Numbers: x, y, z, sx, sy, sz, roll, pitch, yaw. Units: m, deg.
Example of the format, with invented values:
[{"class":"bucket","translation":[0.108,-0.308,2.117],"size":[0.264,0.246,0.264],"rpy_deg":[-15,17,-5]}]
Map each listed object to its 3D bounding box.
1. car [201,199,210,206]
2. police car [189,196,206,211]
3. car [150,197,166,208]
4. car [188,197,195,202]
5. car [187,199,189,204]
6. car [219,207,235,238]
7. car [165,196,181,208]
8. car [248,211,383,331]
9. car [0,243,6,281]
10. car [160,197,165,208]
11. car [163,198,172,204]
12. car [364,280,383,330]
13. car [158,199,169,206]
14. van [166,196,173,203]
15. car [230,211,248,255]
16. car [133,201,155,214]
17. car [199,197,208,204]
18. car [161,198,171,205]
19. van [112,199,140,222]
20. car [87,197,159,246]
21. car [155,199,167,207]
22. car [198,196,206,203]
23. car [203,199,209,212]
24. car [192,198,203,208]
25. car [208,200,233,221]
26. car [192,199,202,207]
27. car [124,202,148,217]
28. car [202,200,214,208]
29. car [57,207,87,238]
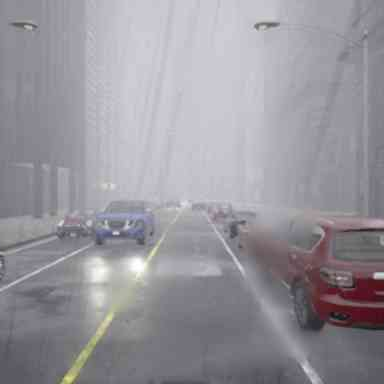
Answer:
[{"class":"car","translation":[2.726,2.093,68.880],"size":[1.802,1.307,4.206],"rpy_deg":[0,0,0]},{"class":"police car","translation":[0.877,1.765,46.416],"size":[1.930,1.638,5.238],"rpy_deg":[0,0,0]},{"class":"car","translation":[-5.794,1.739,57.599],"size":[2.192,1.841,5.009],"rpy_deg":[0,0,0]},{"class":"car","translation":[-0.046,2.146,95.329],"size":[1.994,1.385,4.181],"rpy_deg":[0,0,0]},{"class":"car","translation":[-0.038,2.082,79.418],"size":[1.837,1.490,4.892],"rpy_deg":[0,0,0]},{"class":"car","translation":[2.751,1.697,18.155],"size":[1.947,1.339,4.313],"rpy_deg":[0,0,0]},{"class":"car","translation":[-3.089,1.636,56.673],"size":[2.150,2.045,5.566],"rpy_deg":[0,0,0]},{"class":"car","translation":[2.756,1.366,6.884],"size":[2.192,1.841,5.009],"rpy_deg":[0,0,0]},{"class":"car","translation":[-5.769,1.490,6.870],"size":[1.967,1.590,4.097],"rpy_deg":[0,0,0]},{"class":"car","translation":[-5.791,1.822,51.961],"size":[1.967,1.590,4.097],"rpy_deg":[0,0,0]},{"class":"car","translation":[-5.804,2.182,80.144],"size":[1.802,1.307,4.206],"rpy_deg":[0,0,0]},{"class":"car","translation":[2.759,1.576,1.246],"size":[1.947,1.339,4.313],"rpy_deg":[0,0,0]},{"class":"car","translation":[-5.799,2.077,68.870],"size":[1.947,1.339,4.313],"rpy_deg":[0,0,0]},{"class":"van","translation":[-5.808,1.987,85.782],"size":[1.690,1.788,3.998],"rpy_deg":[0,0,0]},{"class":"car","translation":[2.754,1.636,12.519],"size":[1.887,1.381,4.507],"rpy_deg":[0,0,0]},{"class":"car","translation":[-5.785,1.847,40.688],"size":[2.008,1.369,4.403],"rpy_deg":[0,0,0]},{"class":"car","translation":[2.720,2.040,80.153],"size":[1.967,1.590,4.097],"rpy_deg":[0,0,0]},{"class":"car","translation":[-5.802,2.106,74.507],"size":[2.008,1.369,4.403],"rpy_deg":[0,0,0]},{"class":"van","translation":[-5.780,1.553,29.417],"size":[1.690,1.788,3.998],"rpy_deg":[0,0,0]},{"class":"car","translation":[-3.107,1.340,16.358],"size":[2.150,2.045,5.566],"rpy_deg":[0,0,0]},{"class":"car","translation":[-5.796,2.033,63.234],"size":[1.947,1.339,4.313],"rpy_deg":[0,0,0]},{"class":"car","translation":[2.714,2.007,91.425],"size":[2.192,1.841,5.009],"rpy_deg":[0,0,0]},{"class":"car","translation":[2.740,1.862,40.699],"size":[1.947,1.339,4.313],"rpy_deg":[0,0,0]},{"class":"car","translation":[0.873,1.893,56.306],"size":[1.882,1.535,5.008],"rpy_deg":[0,0,0]},{"class":"car","translation":[2.745,1.653,29.427],"size":[1.967,1.590,4.097],"rpy_deg":[0,0,0]},{"class":"car","translation":[0.870,1.987,62.305],"size":[1.812,1.442,4.674],"rpy_deg":[0,0,0]},{"class":"car","translation":[-5.782,1.778,34.882],"size":[1.752,1.417,4.829],"rpy_deg":[0,0,0]},{"class":"car","translation":[2.732,2.007,57.607],"size":[1.802,1.307,4.206],"rpy_deg":[0,0,0]},{"class":"car","translation":[-5.774,1.571,18.143],"size":[1.967,1.590,4.097],"rpy_deg":[0,0,0]}]
